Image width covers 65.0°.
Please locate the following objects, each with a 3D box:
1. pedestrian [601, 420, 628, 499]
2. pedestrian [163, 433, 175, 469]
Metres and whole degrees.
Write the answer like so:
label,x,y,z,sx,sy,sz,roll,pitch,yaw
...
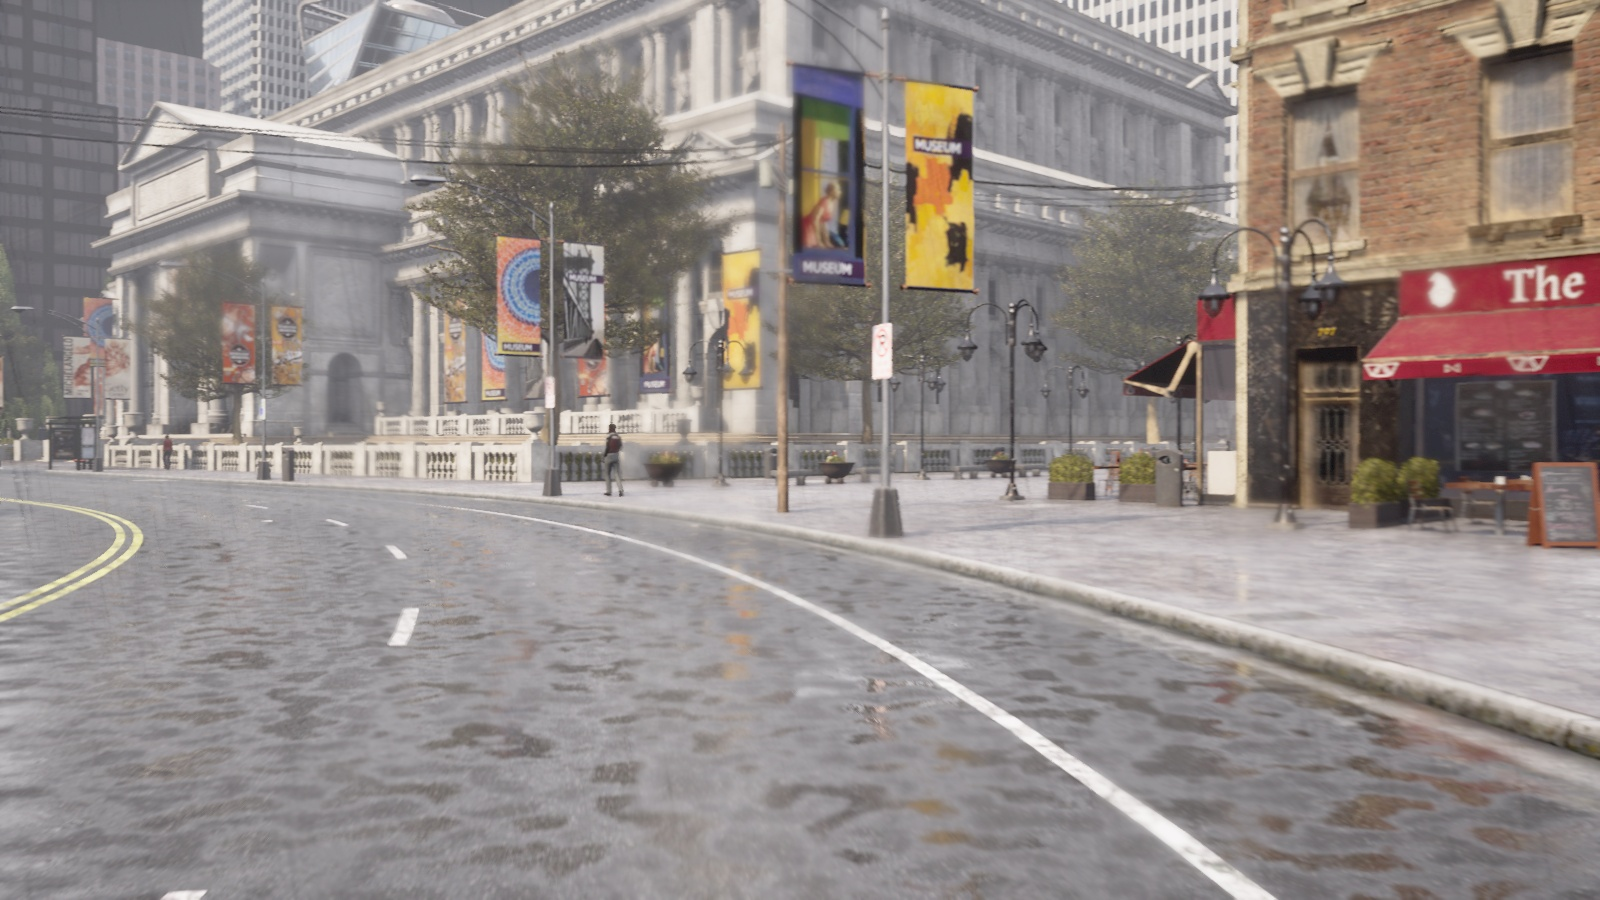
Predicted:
label,x,y,z,sx,sy,sz,roll,pitch,yaw
pedestrian,-4.618,0.227,31.234,0.402,1.930,0.666,0,0,-36
pedestrian,-32.080,0.045,63.824,0.636,1.846,0.331,0,0,39
